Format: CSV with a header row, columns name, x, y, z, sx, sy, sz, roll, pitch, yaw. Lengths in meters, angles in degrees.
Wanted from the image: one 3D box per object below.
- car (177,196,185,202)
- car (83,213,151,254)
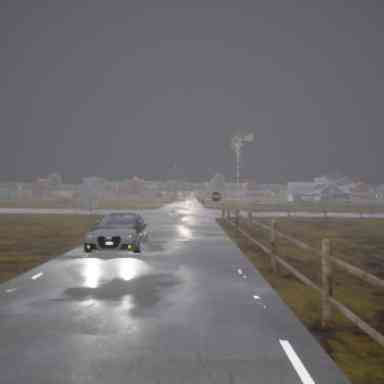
name,x,y,z,sx,sy,sz,roll,pitch,yaw
car,-2.773,1.811,82.289,1.812,1.442,4.674,0,0,0
car,-2.840,1.561,13.382,1.994,1.385,4.181,0,0,0
